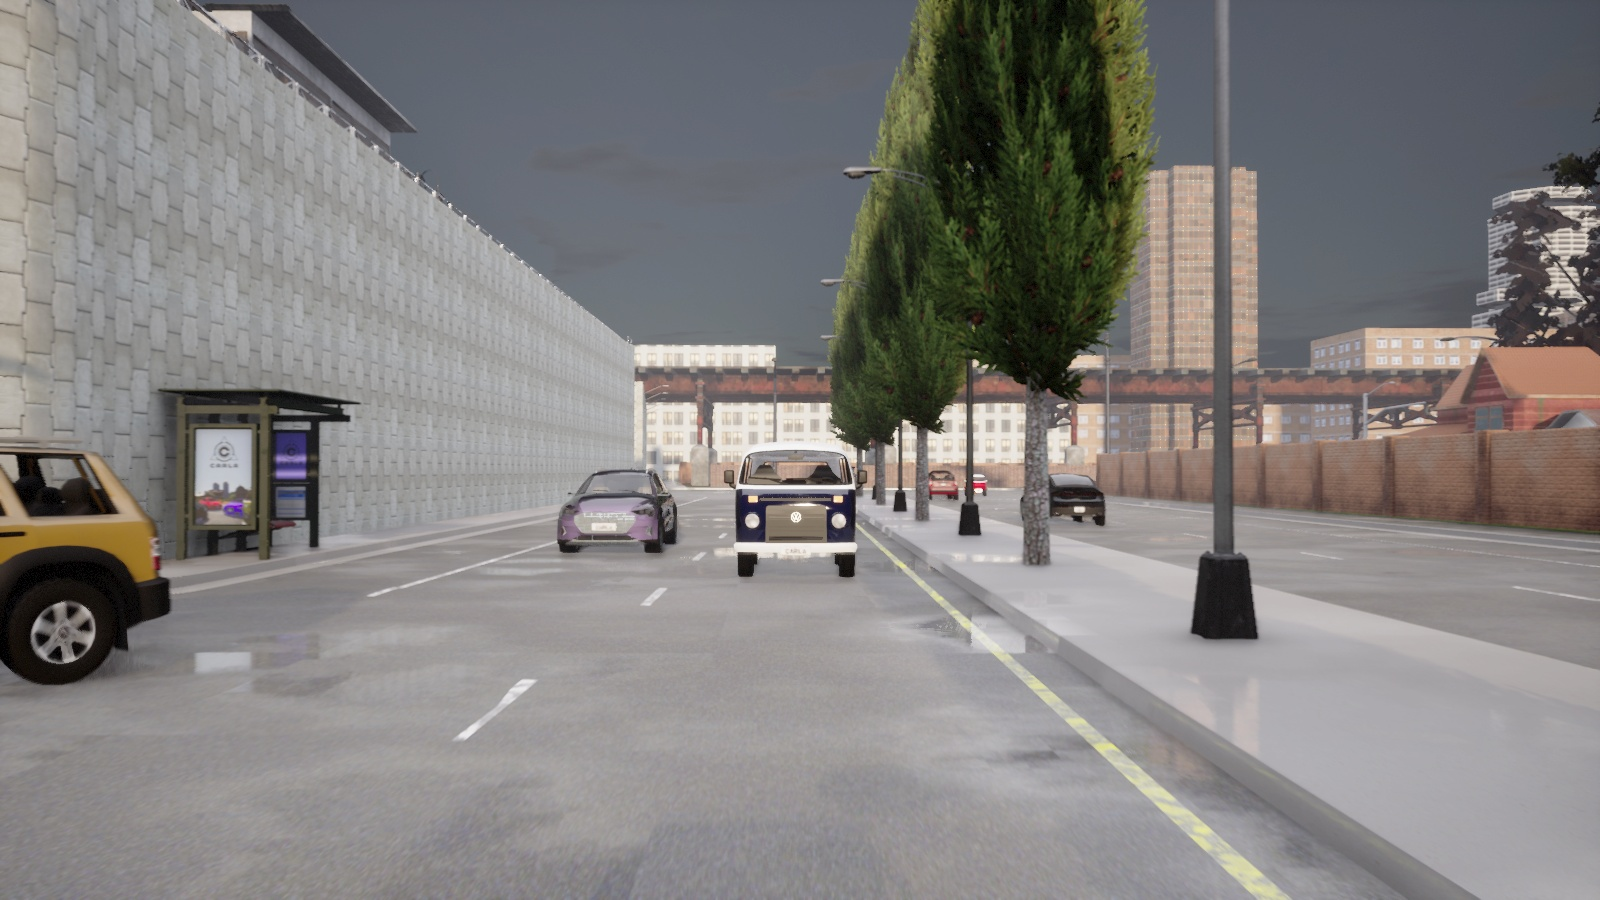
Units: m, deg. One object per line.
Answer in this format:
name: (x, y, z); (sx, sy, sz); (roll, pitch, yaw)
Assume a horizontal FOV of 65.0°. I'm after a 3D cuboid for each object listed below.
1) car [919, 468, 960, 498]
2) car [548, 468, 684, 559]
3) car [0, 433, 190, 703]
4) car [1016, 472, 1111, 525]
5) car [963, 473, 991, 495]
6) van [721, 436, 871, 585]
car: (7.798, 1.846, 70.370); (1.851, 1.617, 3.988); (0, -1, 0)
car: (-3.575, 1.197, 25.326); (2.033, 1.649, 4.856); (0, -1, 0)
car: (-6.846, 0.799, 8.391); (1.932, 1.855, 4.605); (0, -1, 35)
car: (7.889, 1.410, 38.019); (1.837, 1.490, 4.892); (0, -1, 0)
car: (11.317, 2.147, 80.397); (1.481, 1.376, 2.207); (-1, -1, 2)
van: (-0.061, 0.872, 19.608); (2.069, 2.038, 4.480); (0, -1, 0)
